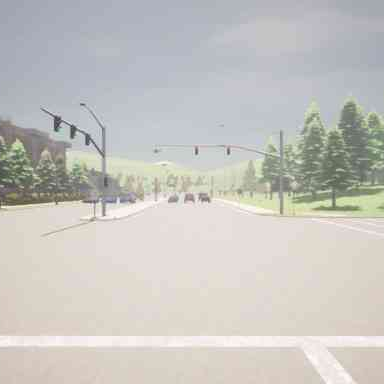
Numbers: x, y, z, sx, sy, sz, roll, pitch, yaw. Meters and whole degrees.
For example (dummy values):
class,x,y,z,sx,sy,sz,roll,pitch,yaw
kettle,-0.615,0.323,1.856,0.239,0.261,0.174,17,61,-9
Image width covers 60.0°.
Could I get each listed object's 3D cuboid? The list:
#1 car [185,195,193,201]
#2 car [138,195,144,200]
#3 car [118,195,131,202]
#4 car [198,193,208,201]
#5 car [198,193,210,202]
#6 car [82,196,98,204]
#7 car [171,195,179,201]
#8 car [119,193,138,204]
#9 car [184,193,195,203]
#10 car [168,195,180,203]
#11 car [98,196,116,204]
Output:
class,x,y,z,sx,sy,sz,roll,pitch,yaw
car,-0.751,1.464,83.571,1.837,1.490,4.892,0,0,-1
car,-12.161,1.485,77.569,1.837,1.490,4.892,0,0,-1
car,-15.660,1.510,77.515,2.128,1.511,4.902,0,0,-1
car,2.748,1.194,83.666,2.150,2.045,5.566,0,0,-1
car,2.926,1.502,72.238,1.837,1.490,4.892,0,0,-1
car,-18.955,1.547,62.521,2.033,1.411,5.357,0,0,0
car,-4.251,1.488,83.517,1.812,1.442,4.674,0,0,-1
car,-11.976,1.221,61.920,2.150,2.045,5.566,0,0,0
car,-0.550,1.225,71.012,2.150,2.045,5.566,0,0,-1
car,-4.041,1.546,70.482,2.033,1.411,5.357,0,0,-1
car,-15.470,1.478,61.885,1.882,1.535,5.008,0,0,0
